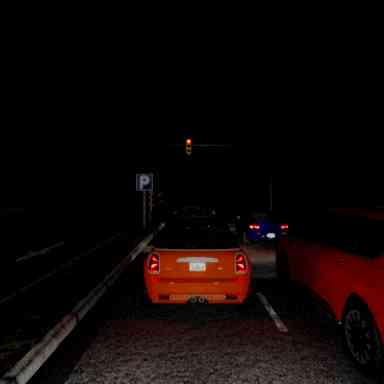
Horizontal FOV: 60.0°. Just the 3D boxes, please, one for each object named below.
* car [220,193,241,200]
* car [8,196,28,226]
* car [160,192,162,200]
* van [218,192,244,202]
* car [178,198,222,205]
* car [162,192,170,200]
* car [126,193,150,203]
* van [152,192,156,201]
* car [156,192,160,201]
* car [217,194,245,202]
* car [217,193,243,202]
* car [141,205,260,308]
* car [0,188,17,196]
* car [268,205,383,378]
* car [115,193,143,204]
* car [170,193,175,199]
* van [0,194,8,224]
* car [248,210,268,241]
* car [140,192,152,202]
[{"bbox_3d":[9.297,1.108,80.628,4.553,1.767,2.185,1,0,-12],"label":"car"},{"bbox_3d":[-13.671,1.397,22.512,4.553,1.767,2.185,-1,0,-19],"label":"car"},{"bbox_3d":[-9.790,1.340,75.276,4.674,1.452,2.002,-1,0,-13],"label":"car"},{"bbox_3d":[7.158,1.026,62.955,4.442,1.987,1.878,1,0,-14],"label":"van"},{"bbox_3d":[0.143,1.374,16.723,2.097,1.767,4.553,0,0,0],"label":"car"},{"bbox_3d":[-8.621,1.336,84.263,4.674,1.452,2.002,-1,0,-12],"label":"car"},{"bbox_3d":[-10.838,1.179,66.268,4.553,1.767,2.185,-1,0,-14],"label":"car"},{"bbox_3d":[-10.379,1.075,69.309,4.442,1.987,1.878,-1,0,-14],"label":"van"},{"bbox_3d":[-10.157,1.303,72.280,4.892,1.521,2.231,-1,0,-14],"label":"car"},{"bbox_3d":[8.066,1.246,68.920,5.366,1.575,1.946,1,0,-13],"label":"car"},{"bbox_3d":[7.536,1.124,65.925,4.553,1.767,2.185,1,0,-14],"label":"car"},{"bbox_3d":[0.102,1.362,8.077,2.097,1.767,4.553,0,0,0],"label":"car"},{"bbox_3d":[-28.266,0.123,51.157,2.002,1.452,4.674,6,-3,-20],"label":"car"},{"bbox_3d":[3.100,1.228,5.688,2.150,2.045,5.566,0,0,-1],"label":"car"},{"bbox_3d":[-11.564,1.342,60.322,4.792,1.488,2.163,-1,0,-15],"label":"car"},{"bbox_3d":[-8.177,1.043,87.270,5.566,2.045,2.435,-1,0,-12],"label":"car"},{"bbox_3d":[-13.640,1.291,19.534,4.442,1.987,1.878,-1,0,-20],"label":"van"},{"bbox_3d":[3.132,1.545,15.382,1.812,1.442,4.674,0,0,0],"label":"car"},{"bbox_3d":[-10.925,1.299,63.316,5.366,1.575,1.946,-1,0,-15],"label":"car"}]
